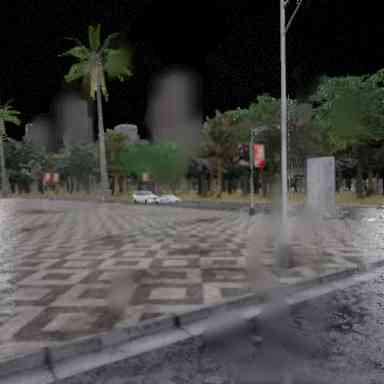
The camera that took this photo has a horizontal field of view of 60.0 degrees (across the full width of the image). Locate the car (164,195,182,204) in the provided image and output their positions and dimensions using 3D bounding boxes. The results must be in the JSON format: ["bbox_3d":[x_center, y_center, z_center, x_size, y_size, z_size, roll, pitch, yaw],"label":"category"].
[{"bbox_3d":[-3.462,1.148,51.713,1.812,1.442,4.674,-1,1,-37],"label":"car"}]

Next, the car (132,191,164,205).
[{"bbox_3d":[-7.153,0.898,51.211,2.150,2.045,5.566,-1,1,-37],"label":"car"}]
